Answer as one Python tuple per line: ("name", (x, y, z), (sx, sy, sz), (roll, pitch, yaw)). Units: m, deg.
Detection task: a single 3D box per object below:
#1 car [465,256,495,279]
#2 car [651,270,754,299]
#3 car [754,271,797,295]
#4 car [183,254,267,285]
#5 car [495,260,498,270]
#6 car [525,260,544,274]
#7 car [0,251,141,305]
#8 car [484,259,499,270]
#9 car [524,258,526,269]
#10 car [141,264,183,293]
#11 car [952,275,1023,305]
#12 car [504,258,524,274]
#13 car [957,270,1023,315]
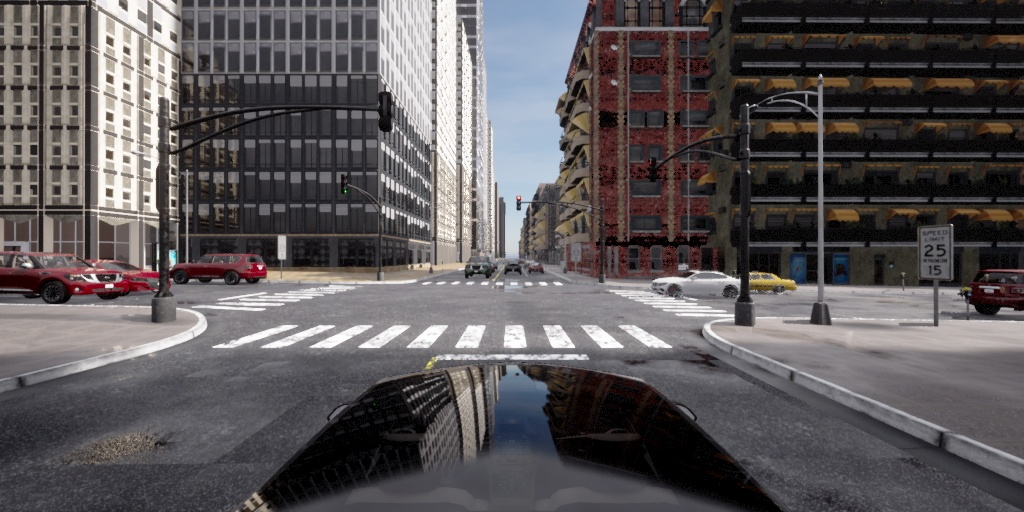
("car", (-3.077, 0.976, 33.614), (2.150, 2.045, 5.566), (0, 0, 0))
("car", (10.069, 1.493, 19.508), (4.674, 1.442, 1.812), (1, 0, 3))
("car", (14.645, 1.586, 22.003), (4.829, 1.417, 1.751), (0, 0, 0))
("car", (-17.695, 0.775, 21.744), (5.009, 1.841, 2.192), (0, 0, 0))
("car", (-3.063, 1.284, 43.688), (1.812, 1.442, 4.674), (0, 0, 0))
("car", (2.770, 1.340, 41.709), (1.802, 1.307, 4.207), (0, 0, 0))
("car", (-17.567, 0.757, 13.365), (5.009, 1.841, 2.192), (0, 0, 0))
("car", (-3.051, 1.242, 53.961), (1.882, 1.535, 5.008), (0, 0, 0))
("car", (2.729, 1.315, 54.626), (2.007, 1.370, 4.403), (0, 0, 0))
("car", (-18.151, 0.915, 15.951), (5.008, 1.535, 1.882), (1, 0, 0))
("car", (27.887, 1.839, 19.517), (5.357, 1.411, 2.033), (1, 0, -1))
("car", (0.124, 1.262, 41.043), (1.837, 1.490, 4.892), (0, 0, 0))
("car", (20.607, 1.460, 13.703), (5.009, 1.841, 2.192), (0, 0, 0))
